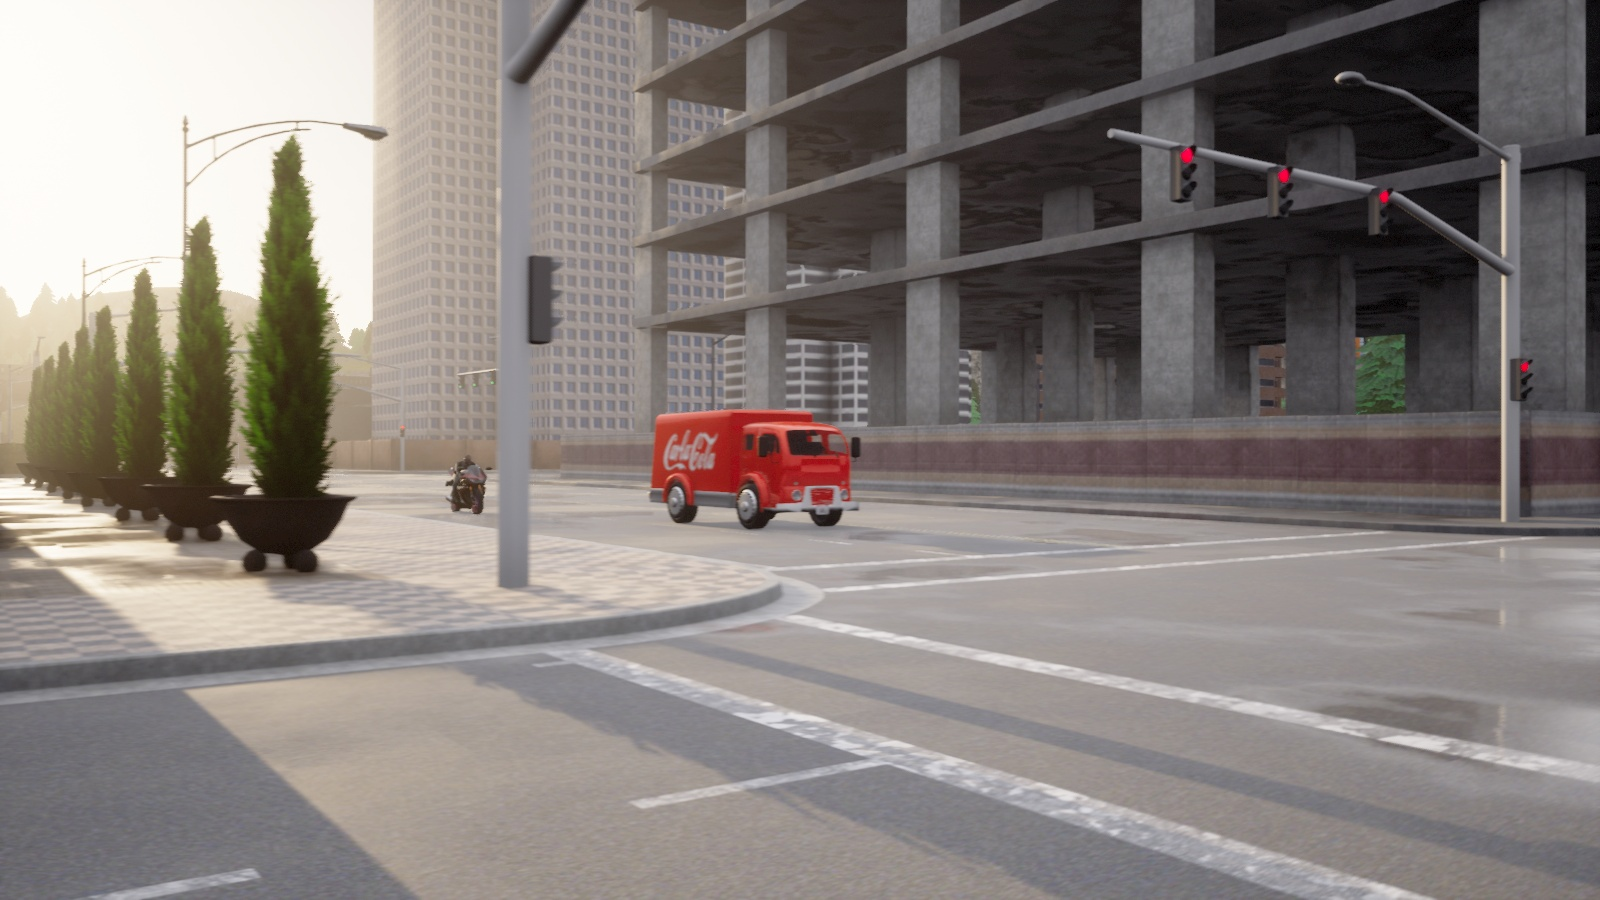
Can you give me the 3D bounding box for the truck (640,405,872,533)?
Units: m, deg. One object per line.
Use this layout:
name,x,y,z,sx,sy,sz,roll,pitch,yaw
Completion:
truck,-1.079,0.384,27.142,2.627,2.467,5.204,0,0,-34

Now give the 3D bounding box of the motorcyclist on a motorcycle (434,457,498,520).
motorcyclist on a motorcycle,-8.463,0.933,31.737,0.866,1.530,2.191,0,0,-34
